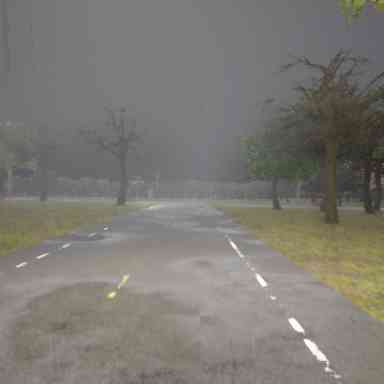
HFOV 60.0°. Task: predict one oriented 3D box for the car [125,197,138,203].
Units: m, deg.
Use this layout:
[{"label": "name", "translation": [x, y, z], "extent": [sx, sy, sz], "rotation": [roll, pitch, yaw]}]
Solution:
[{"label": "car", "translation": [-16.455, 1.948, 84.972], "extent": [5.357, 1.411, 2.033], "rotation": [2, 0, 0]}]
